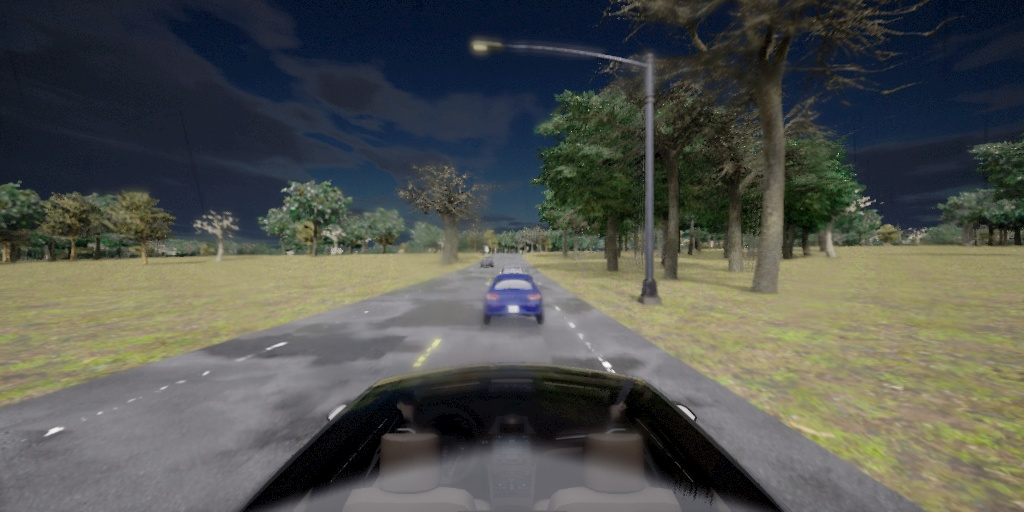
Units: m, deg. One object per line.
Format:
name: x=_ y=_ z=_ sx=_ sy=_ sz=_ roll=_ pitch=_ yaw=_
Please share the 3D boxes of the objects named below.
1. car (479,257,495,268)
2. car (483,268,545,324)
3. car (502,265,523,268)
car: x=-3.582 y=0.945 z=51.770 sx=1.837 sy=1.490 sz=4.892 roll=0 pitch=0 yaw=0
car: x=0.062 y=1.292 z=11.993 sx=1.812 sy=1.442 sz=4.674 roll=0 pitch=0 yaw=0
car: x=0.054 y=1.315 z=26.317 sx=1.895 sy=1.301 sz=4.718 roll=0 pitch=0 yaw=0
